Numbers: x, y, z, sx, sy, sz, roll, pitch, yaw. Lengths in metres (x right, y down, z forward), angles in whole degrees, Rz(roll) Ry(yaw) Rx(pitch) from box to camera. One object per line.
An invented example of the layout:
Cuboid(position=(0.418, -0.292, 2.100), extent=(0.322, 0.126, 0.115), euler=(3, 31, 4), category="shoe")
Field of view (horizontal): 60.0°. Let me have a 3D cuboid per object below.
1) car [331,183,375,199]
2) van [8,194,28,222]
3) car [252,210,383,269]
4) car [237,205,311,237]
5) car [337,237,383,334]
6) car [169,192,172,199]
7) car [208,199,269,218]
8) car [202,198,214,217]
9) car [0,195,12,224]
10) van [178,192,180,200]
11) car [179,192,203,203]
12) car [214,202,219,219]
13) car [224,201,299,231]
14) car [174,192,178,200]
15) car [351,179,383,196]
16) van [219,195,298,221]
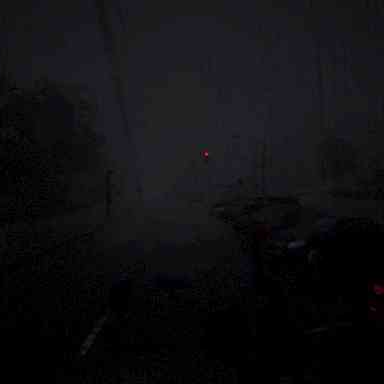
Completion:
Cuboid(position=(19.163, 0.033, 40.512), extent=(2.002, 1.452, 4.674), euler=(-7, 4, -28), category="car")
Cuboid(position=(-14.079, 1.185, 23.526), extent=(4.442, 1.987, 1.878), euler=(-1, 0, -23), category="van")
Cuboid(position=(4.620, 1.471, 10.871), extent=(4.674, 1.452, 2.002), euler=(1, 1, -22), category="car")
Cuboid(position=(4.530, 1.457, 13.895), extent=(4.674, 1.452, 2.002), euler=(1, 0, -22), category="car")
Cuboid(position=(4.726, 1.498, 4.835), extent=(4.674, 1.452, 2.002), euler=(1, 0, -21), category="car")
Cuboid(position=(-2.130, 1.035, 84.524), extent=(5.566, 2.045, 2.435), euler=(0, 0, -29), category="car")
Cuboid(position=(4.035, 1.385, 28.945), extent=(4.792, 1.488, 2.163), euler=(1, 0, -24), category="car")
Cuboid(position=(3.854, 1.358, 25.890), extent=(5.366, 1.575, 1.946), euler=(1, 0, -23), category="car")
Cuboid(position=(-14.005, 1.298, 20.533), extent=(4.553, 1.767, 2.185), euler=(-1, 1, -22), category="car")
Cuboid(position=(-0.047, 1.147, 69.581), extent=(4.442, 1.987, 1.878), euler=(0, 1, -28), category="van")
Cuboid(position=(0.432, 1.265, 66.642), extent=(4.553, 1.767, 2.185), euler=(0, 0, -28), category="car")
Cuboid(position=(4.211, 1.251, 22.957), extent=(4.553, 1.767, 2.185), euler=(1, 1, -23), category="car")
Cuboid(position=(4.442, 1.405, 16.911), extent=(4.892, 1.521, 2.231), euler=(1, 1, -22), category="car")
Cuboid(position=(-0.395, 1.104, 72.599), extent=(5.566, 2.045, 2.435), euler=(0, 1, -28), category="car")
Cuboid(position=(22.129, -0.545, 40.906), extent=(2.435, 2.045, 5.566), euler=(-7, 4, -28), category="car")
Cuboid(position=(4.214, 1.163, 19.881), extent=(4.442, 1.987, 1.878), euler=(1, 1, -23), category="van")
